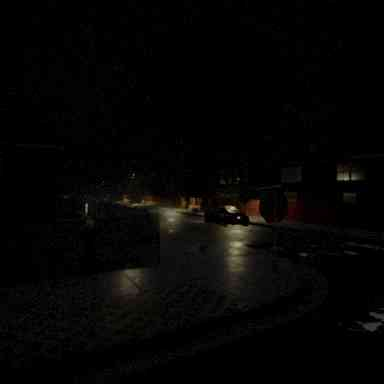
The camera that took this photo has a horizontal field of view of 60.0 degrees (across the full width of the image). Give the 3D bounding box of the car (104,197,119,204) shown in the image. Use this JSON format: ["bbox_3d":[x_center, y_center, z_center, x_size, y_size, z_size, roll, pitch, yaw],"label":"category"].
[{"bbox_3d":[-12.711,1.613,52.159,2.128,1.511,4.902,1,0,-23],"label":"car"}]

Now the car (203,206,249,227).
[{"bbox_3d":[2.345,1.691,23.925,1.994,1.385,4.181,1,0,-22],"label":"car"}]
